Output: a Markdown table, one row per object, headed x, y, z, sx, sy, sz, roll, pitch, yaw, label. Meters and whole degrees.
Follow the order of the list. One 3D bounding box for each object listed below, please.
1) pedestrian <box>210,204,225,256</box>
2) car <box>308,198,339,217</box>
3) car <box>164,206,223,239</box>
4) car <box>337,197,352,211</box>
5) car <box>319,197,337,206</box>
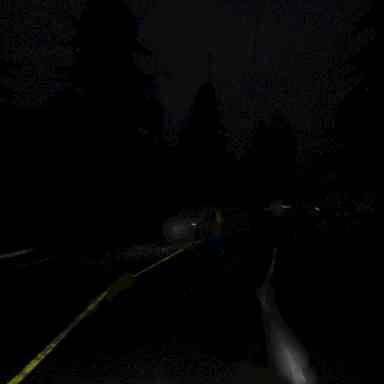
| x | y | z | sx | sy | sz | roll | pitch | yaw | label |
| --- | --- | --- | --- | --- | --- | --- | --- | --- | --- |
| 0.900 | 1.294 | 11.551 | 0.375 | 1.860 | 0.375 | 0 | 0 | 16 | pedestrian |
| 12.447 | 1.564 | 31.870 | 1.994 | 1.385 | 4.181 | 0 | 0 | 31 | car |
| 0.205 | 1.491 | 17.575 | 2.128 | 1.511 | 4.902 | 0 | 0 | 23 | car |
| 18.935 | 1.352 | 42.150 | 2.097 | 1.767 | 4.553 | 0 | 0 | 32 | car |
| 22.274 | 1.506 | 54.275 | 1.837 | 1.490 | 4.892 | 0 | 0 | 33 | car |
